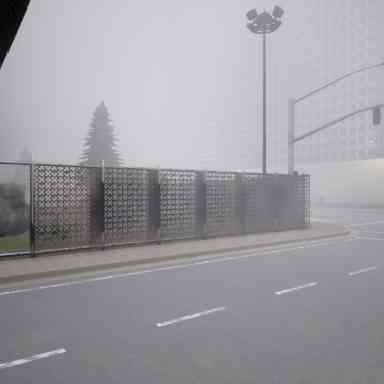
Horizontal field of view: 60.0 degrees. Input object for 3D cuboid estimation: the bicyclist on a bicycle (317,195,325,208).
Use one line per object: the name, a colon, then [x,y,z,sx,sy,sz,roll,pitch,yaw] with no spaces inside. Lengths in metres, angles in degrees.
bicyclist on a bicycle: [16.614,1.245,42.838,1.656,1.620,0.582,0,0,-35]
